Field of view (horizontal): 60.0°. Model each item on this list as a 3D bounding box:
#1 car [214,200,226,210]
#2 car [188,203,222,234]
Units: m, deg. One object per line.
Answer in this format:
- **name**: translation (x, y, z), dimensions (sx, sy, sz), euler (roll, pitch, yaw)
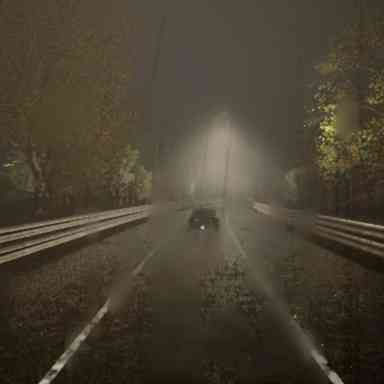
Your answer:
- **car**: translation (4.321, 2.041, 51.736), dimensions (1.812, 1.442, 4.674), euler (0, -1, 10)
- **car**: translation (0.766, 1.695, 20.657), dimensions (1.837, 1.490, 4.892), euler (0, 0, 4)
